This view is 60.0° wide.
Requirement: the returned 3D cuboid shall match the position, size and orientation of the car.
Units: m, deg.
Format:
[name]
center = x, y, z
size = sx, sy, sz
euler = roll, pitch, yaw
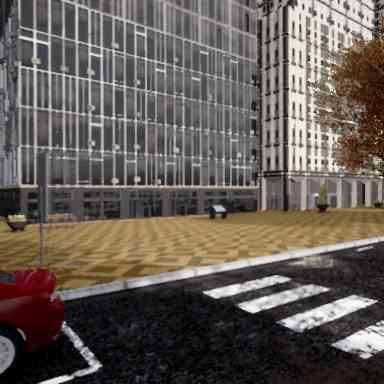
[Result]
[car]
center = -3.874, 1.550, 3.796
size = 4.507, 1.381, 1.887
euler = 0, 0, -36
